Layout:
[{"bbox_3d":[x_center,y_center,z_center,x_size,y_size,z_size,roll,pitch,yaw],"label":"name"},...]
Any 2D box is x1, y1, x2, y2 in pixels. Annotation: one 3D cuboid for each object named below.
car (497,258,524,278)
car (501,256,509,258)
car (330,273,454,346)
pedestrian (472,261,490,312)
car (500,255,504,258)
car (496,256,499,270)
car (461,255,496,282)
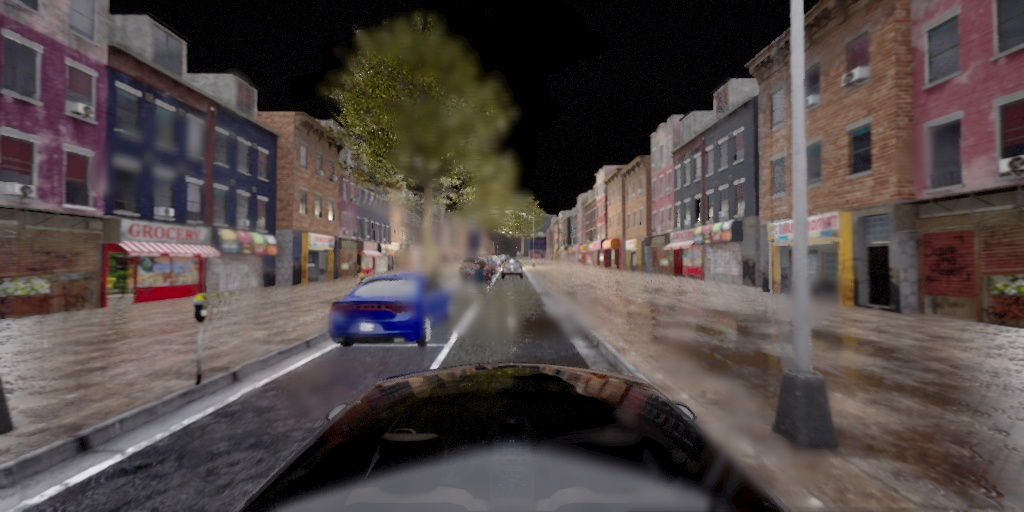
[{"bbox_3d":[0.051,1.126,30.867,2.033,1.411,5.357,0,0,1],"label":"car"},{"bbox_3d":[0.025,1.053,43.318,2.033,1.411,5.357,0,0,0],"label":"car"},{"bbox_3d":[-2.751,1.185,9.295,1.882,1.535,5.008,0,0,0],"label":"car"},{"bbox_3d":[-1.081,0.983,12.323,0.375,1.860,0.375,-2,-1,0],"label":"pedestrian"},{"bbox_3d":[-2.646,0.878,54.901,1.967,1.591,4.097,0,0,0],"label":"car"},{"bbox_3d":[-2.642,0.882,32.760,2.192,1.841,5.009,0,0,0],"label":"car"},{"bbox_3d":[-2.641,0.915,27.225,2.192,1.841,5.009,0,0,0],"label":"car"}]
